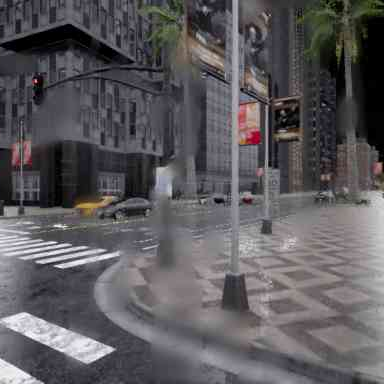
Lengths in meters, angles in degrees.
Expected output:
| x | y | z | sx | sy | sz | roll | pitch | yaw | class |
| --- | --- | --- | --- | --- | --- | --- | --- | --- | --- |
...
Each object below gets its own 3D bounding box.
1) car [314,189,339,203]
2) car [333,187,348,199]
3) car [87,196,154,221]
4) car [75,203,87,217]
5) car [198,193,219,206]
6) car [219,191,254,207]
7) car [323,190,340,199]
| x | y | z | sx | sy | sz | roll | pitch | yaw | class |
| --- | --- | --- | --- | --- | --- | --- | --- | --- | --- |
| 17.810 | 0.677 | 44.492 | 1.837 | 1.490 | 4.892 | 0 | 1 | 35 | car |
| 23.672 | 0.232 | 52.772 | 2.150 | 2.045 | 5.566 | 0 | 1 | 36 | car |
| -4.808 | 1.170 | 24.160 | 1.837 | 1.490 | 4.892 | 0 | 1 | 35 | car |
| -6.954 | 1.122 | 26.753 | 1.882 | 1.535 | 5.008 | 0 | 1 | 36 | car |
| 2.614 | 0.850 | 40.236 | 2.128 | 1.511 | 4.902 | 0 | 1 | 36 | car |
| 5.478 | 0.709 | 38.655 | 2.097 | 1.767 | 4.553 | 0 | 1 | 35 | car |
| 25.759 | 0.353 | 61.331 | 1.882 | 1.535 | 5.008 | 0 | 1 | 36 | car |
